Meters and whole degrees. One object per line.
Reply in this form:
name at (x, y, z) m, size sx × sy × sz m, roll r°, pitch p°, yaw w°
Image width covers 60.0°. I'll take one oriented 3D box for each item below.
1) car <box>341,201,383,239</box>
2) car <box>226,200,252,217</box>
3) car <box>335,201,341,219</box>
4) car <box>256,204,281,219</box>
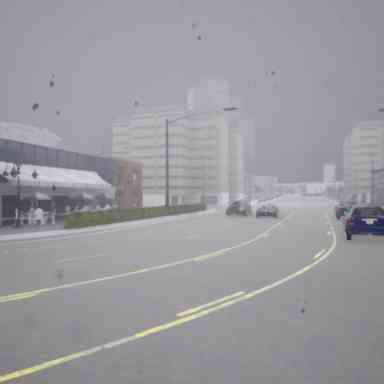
car at (9.387, 1.490, 17.947) m, size 2.097 × 1.767 × 4.553 m, roll -1°, pitch -1°, yaw 23°
car at (5.164, 1.723, 36.221) m, size 2.097 × 1.767 × 4.553 m, roll -1°, pitch -1°, yaw 21°
car at (14.730, 1.601, 31.462) m, size 2.097 × 1.767 × 4.553 m, roll -1°, pitch -1°, yaw 21°
car at (7.518, 1.878, 32.605) m, size 1.994 × 1.385 × 4.181 m, roll -1°, pitch -1°, yaw 21°
